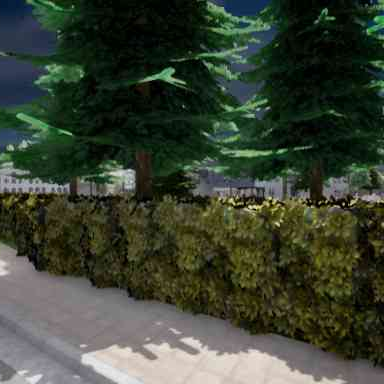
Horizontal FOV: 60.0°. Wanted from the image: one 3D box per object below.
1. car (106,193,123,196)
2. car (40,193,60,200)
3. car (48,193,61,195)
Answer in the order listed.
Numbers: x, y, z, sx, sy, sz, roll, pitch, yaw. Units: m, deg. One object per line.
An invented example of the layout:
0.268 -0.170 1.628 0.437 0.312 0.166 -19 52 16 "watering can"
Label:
-20.362 1.126 92.766 5.027 1.636 2.152 0 0 -34 "car"
-36.525 1.070 85.640 4.605 1.855 1.932 0 0 -34 "car"
-30.145 1.268 74.919 4.514 1.523 2.007 0 0 -34 "car"
